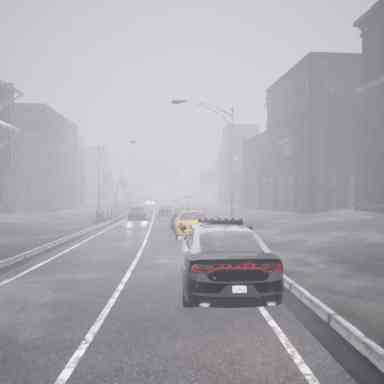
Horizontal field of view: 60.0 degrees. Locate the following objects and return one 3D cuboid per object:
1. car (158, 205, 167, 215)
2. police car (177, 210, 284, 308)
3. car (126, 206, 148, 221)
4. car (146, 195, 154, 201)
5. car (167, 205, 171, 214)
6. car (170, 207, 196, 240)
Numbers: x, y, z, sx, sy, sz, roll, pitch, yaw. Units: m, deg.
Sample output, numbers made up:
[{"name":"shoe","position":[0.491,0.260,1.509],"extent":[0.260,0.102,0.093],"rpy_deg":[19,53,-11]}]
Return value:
[{"name":"car","position":[-3.802,2.454,47.031],"extent":[1.895,1.301,4.718],"rpy_deg":[0,0,-5]},{"name":"police car","position":[0.676,1.465,8.198],"extent":[1.930,1.638,5.238],"rpy_deg":[0,-1,-3]},{"name":"car","position":[-5.773,2.237,35.327],"extent":[1.837,1.490,4.892],"rpy_deg":[0,-1,-6]},{"name":"car","position":[-10.591,1.526,84.451],"extent":[2.128,1.511,4.902],"rpy_deg":[0,2,-6]},{"name":"car","position":[-0.642,1.859,24.191],"extent":[1.882,1.535,5.008],"rpy_deg":[0,-2,-6]},{"name":"car","position":[-0.074,1.671,18.373],"extent":[1.801,1.575,5.366],"rpy_deg":[0,-1,-5]}]
